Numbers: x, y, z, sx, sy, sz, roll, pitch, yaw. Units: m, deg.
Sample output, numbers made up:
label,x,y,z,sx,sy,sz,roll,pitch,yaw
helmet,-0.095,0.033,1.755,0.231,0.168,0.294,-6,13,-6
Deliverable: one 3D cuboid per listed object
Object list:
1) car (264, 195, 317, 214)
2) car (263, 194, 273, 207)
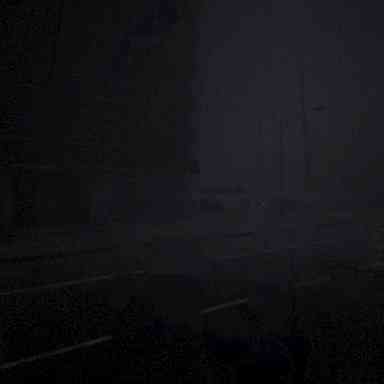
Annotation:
label,x,y,z,sx,sy,sz,roll,pitch,yaw
car,10.029,1.309,33.265,1.882,1.535,5.008,0,0,-35
car,10.476,1.170,38.600,2.097,1.767,4.553,0,0,-37
